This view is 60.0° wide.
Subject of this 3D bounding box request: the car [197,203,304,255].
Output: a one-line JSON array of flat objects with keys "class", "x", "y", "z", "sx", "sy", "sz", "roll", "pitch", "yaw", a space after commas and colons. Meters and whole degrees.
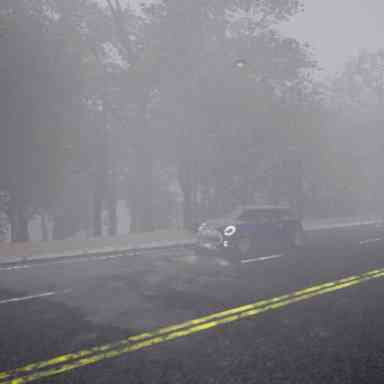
[{"class": "car", "x": 2.396, "y": 1.355, "z": 13.353, "sx": 4.553, "sy": 1.767, "sz": 2.097, "roll": 0, "pitch": 0, "yaw": -35}]
